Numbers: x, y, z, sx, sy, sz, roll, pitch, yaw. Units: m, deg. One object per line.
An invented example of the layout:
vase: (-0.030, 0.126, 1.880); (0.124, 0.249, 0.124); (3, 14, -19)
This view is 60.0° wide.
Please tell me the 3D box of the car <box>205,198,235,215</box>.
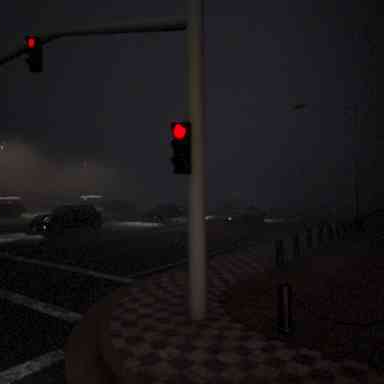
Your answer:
car: (3.906, 1.783, 38.113); (2.128, 1.511, 4.902); (-1, -1, 36)

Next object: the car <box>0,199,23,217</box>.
car: (-23.752, 2.018, 43.407); (1.970, 1.475, 3.806); (-1, -1, 36)

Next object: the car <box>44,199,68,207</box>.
car: (-26.087, 2.161, 63.865); (1.784, 1.438, 3.905); (-1, -1, 36)

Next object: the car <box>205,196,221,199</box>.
car: (4.696, 1.618, 62.824); (1.932, 1.855, 4.605); (-1, -1, 36)

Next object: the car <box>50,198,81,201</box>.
car: (-23.797, 1.914, 62.096); (1.932, 1.855, 4.605); (-1, -1, 36)

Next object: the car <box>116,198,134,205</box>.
car: (-15.732, 2.186, 77.932); (1.970, 1.475, 3.806); (-1, -1, 36)

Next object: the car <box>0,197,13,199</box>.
car: (-28.273, 1.848, 46.681); (1.932, 1.855, 4.605); (-1, -1, 36)

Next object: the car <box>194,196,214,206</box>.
car: (2.400, 1.658, 64.586); (1.905, 1.878, 3.866); (-1, -1, 36)

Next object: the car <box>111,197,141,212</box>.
car: (-10.145, 1.938, 52.135); (1.970, 1.475, 3.806); (-1, -1, 36)

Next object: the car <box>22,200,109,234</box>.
car: (-8.124, 1.651, 21.707); (2.097, 1.767, 4.553); (-1, -1, 36)

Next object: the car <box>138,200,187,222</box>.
car: (-2.167, 1.800, 29.838); (1.837, 1.490, 4.892); (-1, -1, 36)

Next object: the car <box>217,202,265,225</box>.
car: (4.147, 1.728, 26.277); (1.812, 1.442, 4.674); (-1, -1, 36)
